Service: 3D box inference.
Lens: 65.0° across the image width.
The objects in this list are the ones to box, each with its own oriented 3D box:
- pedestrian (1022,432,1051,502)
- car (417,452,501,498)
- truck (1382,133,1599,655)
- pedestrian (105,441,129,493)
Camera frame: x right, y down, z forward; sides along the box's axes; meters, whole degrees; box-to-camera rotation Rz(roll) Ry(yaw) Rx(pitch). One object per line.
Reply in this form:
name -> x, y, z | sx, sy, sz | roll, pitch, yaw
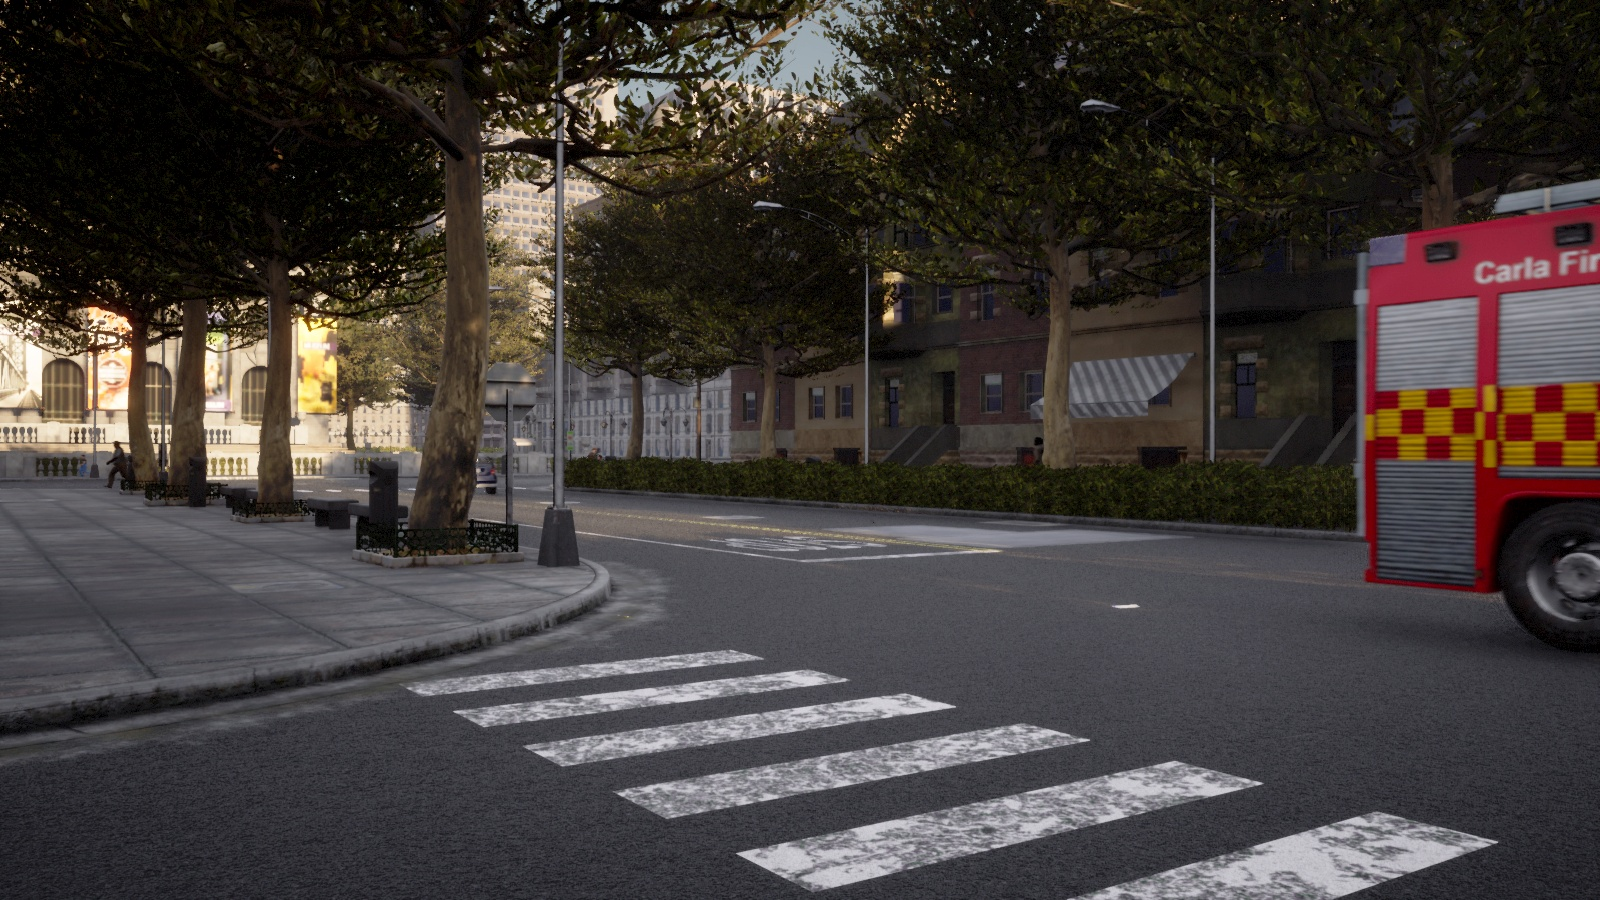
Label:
pedestrian -> 6.557, 0.473, 34.820 | 0.396, 1.930, 0.692 | 0, 0, -34
car -> -12.219, 0.859, 44.882 | 1.789, 1.549, 3.705 | 0, 0, -34
truck -> 8.488, -0.418, 7.906 | 2.891, 3.827, 8.468 | 0, 0, -34
pedestrian -> -24.248, 0.606, 44.596 | 0.694, 1.848, 0.540 | 0, 0, -34
